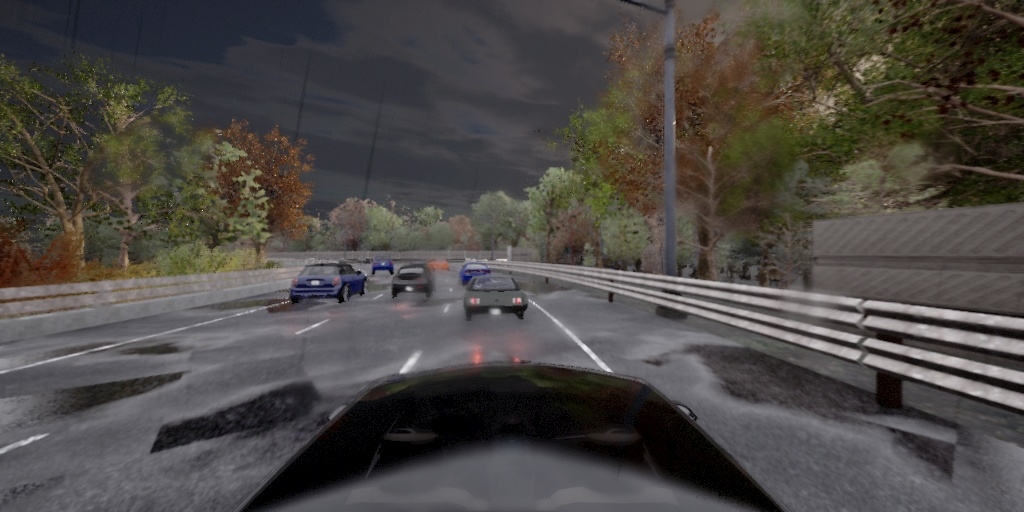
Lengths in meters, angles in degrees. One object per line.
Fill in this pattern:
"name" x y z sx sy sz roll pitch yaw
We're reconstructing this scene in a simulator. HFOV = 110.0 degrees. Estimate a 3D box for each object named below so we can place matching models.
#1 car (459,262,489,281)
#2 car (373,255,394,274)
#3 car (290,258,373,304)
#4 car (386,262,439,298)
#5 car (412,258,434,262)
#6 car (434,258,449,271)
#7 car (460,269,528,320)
"car" -2.593 1.180 24.773 1.882 1.535 5.008 0 0 -12
"car" -14.371 0.931 39.790 2.150 2.045 5.566 0 0 -21
"car" -8.215 1.096 16.561 2.097 1.767 4.553 0 0 -8
"car" -4.967 1.232 18.498 1.837 1.490 4.892 0 0 -9
"car" -9.795 1.190 37.454 2.128 1.511 4.902 0 0 -19
"car" -9.513 1.028 45.998 2.097 1.767 4.553 0 0 -23
"car" -0.684 1.326 12.552 1.895 1.301 4.718 0 0 -6
